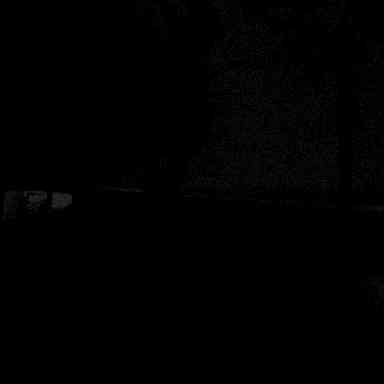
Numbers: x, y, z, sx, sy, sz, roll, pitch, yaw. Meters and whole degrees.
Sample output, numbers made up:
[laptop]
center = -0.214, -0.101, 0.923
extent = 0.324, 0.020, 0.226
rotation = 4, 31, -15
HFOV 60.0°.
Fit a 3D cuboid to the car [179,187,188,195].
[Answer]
[car]
center = -2.733, -0.263, 61.227
extent = 1.882, 1.535, 5.008
rotation = -2, 4, -36
